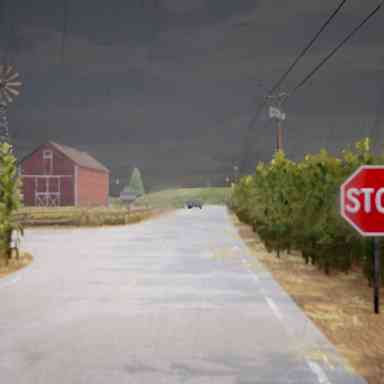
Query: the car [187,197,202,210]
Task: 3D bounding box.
[{"bbox_3d":[0.501,1.831,55.045,2.150,2.045,5.566,0,0,5],"label":"car"}]
